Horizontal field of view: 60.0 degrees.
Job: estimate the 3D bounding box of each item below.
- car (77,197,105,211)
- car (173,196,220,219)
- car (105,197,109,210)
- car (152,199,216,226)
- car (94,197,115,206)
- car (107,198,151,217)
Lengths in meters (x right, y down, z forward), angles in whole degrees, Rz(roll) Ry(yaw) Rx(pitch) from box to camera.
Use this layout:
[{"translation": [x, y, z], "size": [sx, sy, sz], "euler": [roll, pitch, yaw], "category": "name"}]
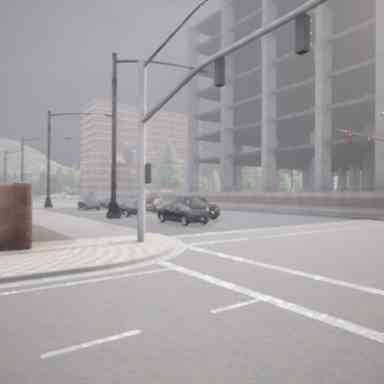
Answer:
[{"translation": [-13.173, 1.604, 42.409], "size": [1.837, 1.490, 4.892], "euler": [1, 0, -35], "category": "car"}, {"translation": [0.130, 1.347, 29.499], "size": [2.150, 2.045, 5.566], "euler": [1, 0, -35], "category": "car"}, {"translation": [-11.658, 1.673, 46.355], "size": [2.033, 1.411, 5.357], "euler": [1, 0, -35], "category": "car"}, {"translation": [-0.737, 1.577, 24.653], "size": [1.882, 1.535, 5.008], "euler": [1, 0, -35], "category": "car"}, {"translation": [-15.311, 1.658, 57.995], "size": [1.837, 1.490, 4.892], "euler": [1, 0, -35], "category": "car"}, {"translation": [-6.237, 1.577, 32.482], "size": [1.882, 1.535, 5.008], "euler": [1, 0, -35], "category": "car"}]
